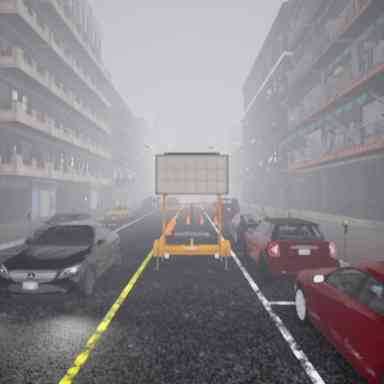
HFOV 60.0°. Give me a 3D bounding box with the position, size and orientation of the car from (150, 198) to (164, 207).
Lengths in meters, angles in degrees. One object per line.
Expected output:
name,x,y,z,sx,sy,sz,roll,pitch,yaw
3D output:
car,-5.704,1.700,54.987,1.802,1.307,4.206,0,0,0

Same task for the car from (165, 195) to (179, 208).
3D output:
car,-3.102,1.460,50.765,2.097,1.767,4.553,0,0,0

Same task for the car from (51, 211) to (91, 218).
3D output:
car,-5.693,1.602,15.530,1.947,1.339,4.313,0,0,0

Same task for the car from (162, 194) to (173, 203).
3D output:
car,-5.709,1.475,77.532,2.192,1.841,5.009,0,0,0

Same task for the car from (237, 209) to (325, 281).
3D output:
car,2.690,1.464,9.894,1.967,1.590,4.097,0,0,0

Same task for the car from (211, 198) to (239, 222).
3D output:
car,2.686,1.376,26.803,2.192,1.841,5.009,0,0,0

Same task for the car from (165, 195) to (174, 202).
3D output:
car,-5.711,1.611,83.168,1.967,1.590,4.097,0,0,0

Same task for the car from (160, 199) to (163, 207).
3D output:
car,-5.701,1.421,49.351,2.192,1.841,5.009,0,0,0

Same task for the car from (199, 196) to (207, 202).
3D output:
car,2.670,1.686,77.700,1.752,1.417,4.829,0,0,0

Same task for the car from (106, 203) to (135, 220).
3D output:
car,-5.696,1.586,26.633,1.752,1.417,4.829,0,0,0

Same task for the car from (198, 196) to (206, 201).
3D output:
car,2.667,1.725,88.803,1.887,1.381,4.507,0,0,0

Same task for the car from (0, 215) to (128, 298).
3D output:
car,-3.102,1.546,8.712,1.812,1.442,4.674,0,0,0

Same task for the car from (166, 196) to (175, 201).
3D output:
car,-5.713,1.725,88.805,1.887,1.381,4.507,0,0,0

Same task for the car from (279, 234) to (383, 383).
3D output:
car,2.691,1.555,4.257,1.887,1.381,4.507,0,0,0

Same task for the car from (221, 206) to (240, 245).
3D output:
car,2.688,1.587,15.529,2.008,1.369,4.403,0,0,0

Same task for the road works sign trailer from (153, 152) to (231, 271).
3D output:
road works sign trailer,-0.003,0.490,11.028,2.380,3.560,2.880,0,0,0

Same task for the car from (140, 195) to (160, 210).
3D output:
car,-5.701,1.535,43.714,1.967,1.590,4.097,0,0,0
